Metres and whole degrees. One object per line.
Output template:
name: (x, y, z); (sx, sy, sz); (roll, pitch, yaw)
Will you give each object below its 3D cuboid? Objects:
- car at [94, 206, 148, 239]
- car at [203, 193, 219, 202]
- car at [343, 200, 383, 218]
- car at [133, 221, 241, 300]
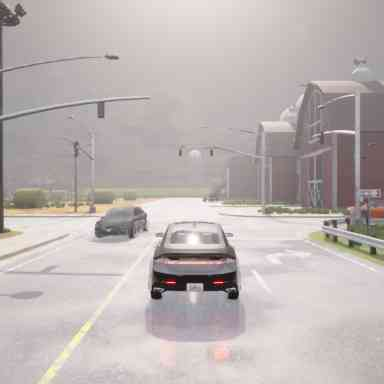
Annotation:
car: (-3.605, 1.509, 17.508); (1.837, 1.490, 4.892); (-2, 0, 4)
car: (4.138, 1.144, 72.662); (1.905, 1.878, 3.866); (-8, 3, -42)
car: (14.547, 1.381, 26.485); (4.553, 1.767, 2.097); (0, 0, 1)
car: (0.064, 1.492, 8.395); (2.128, 1.511, 4.902); (0, 0, 0)
